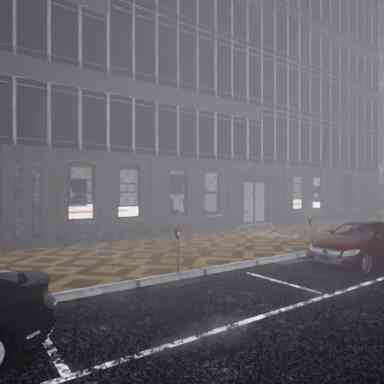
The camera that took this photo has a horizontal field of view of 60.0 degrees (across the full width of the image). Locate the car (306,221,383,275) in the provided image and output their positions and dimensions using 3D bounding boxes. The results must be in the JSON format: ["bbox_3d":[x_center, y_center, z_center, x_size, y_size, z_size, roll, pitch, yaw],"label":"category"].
[{"bbox_3d":[5.358,1.582,10.384,4.206,1.307,1.802,0,0,-36],"label":"car"}]

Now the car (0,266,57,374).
[{"bbox_3d":[-3.909,1.551,3.771,4.403,1.369,2.008,0,0,-36],"label":"car"}]
